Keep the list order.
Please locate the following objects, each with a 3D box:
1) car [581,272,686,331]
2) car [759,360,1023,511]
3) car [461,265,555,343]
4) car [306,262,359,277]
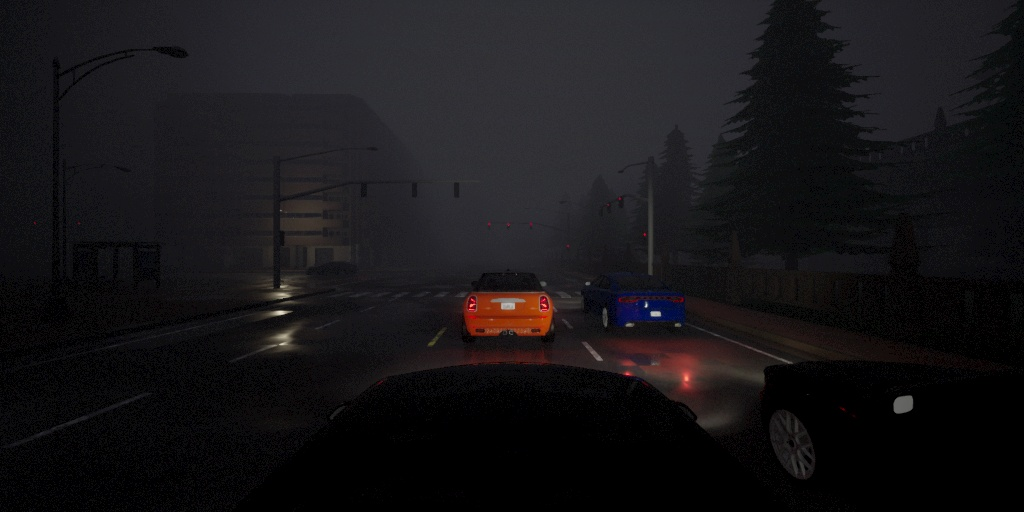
[{"bbox_3d":[3.416,1.228,11.023,1.882,1.535,5.008,0,0,0],"label":"car"},{"bbox_3d":[3.288,1.228,1.497,1.882,1.535,5.008,0,0,3],"label":"car"},{"bbox_3d":[-0.083,1.102,9.878,2.097,1.767,4.553,0,0,0],"label":"car"},{"bbox_3d":[-17.922,1.310,35.879,4.892,1.490,1.837,0,0,0],"label":"car"}]
